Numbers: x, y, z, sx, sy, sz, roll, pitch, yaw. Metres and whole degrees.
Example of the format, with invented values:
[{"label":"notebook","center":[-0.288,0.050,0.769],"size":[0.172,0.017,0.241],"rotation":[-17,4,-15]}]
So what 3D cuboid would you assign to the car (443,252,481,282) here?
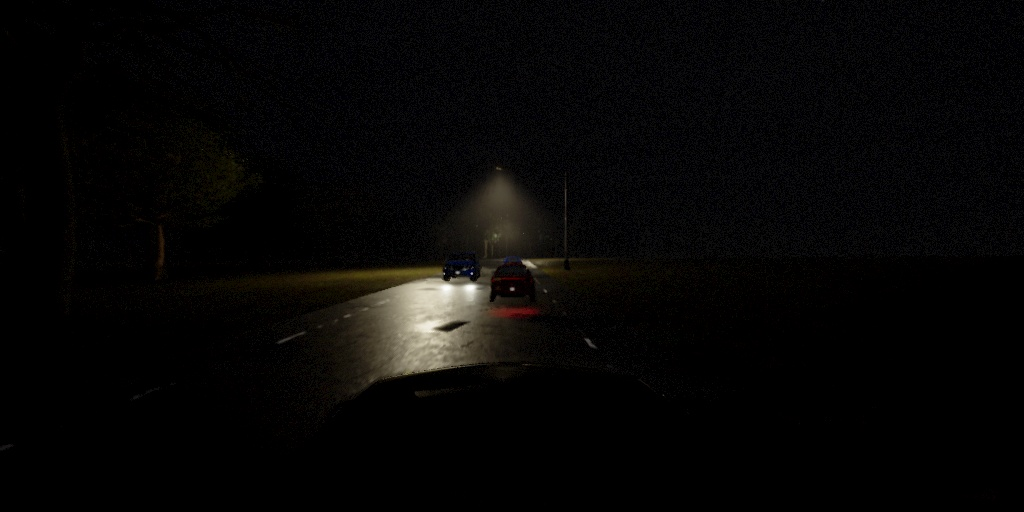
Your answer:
[{"label":"car","center":[-3.528,0.705,26.165],"size":[2.150,2.045,5.566],"rotation":[0,0,0]}]

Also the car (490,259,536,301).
[{"label":"car","center":[0.038,1.091,16.431],"size":[1.882,1.535,5.008],"rotation":[0,1,1]}]

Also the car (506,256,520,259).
[{"label":"car","center":[0.078,0.786,37.815],"size":[1.882,1.535,5.008],"rotation":[0,1,0]}]
